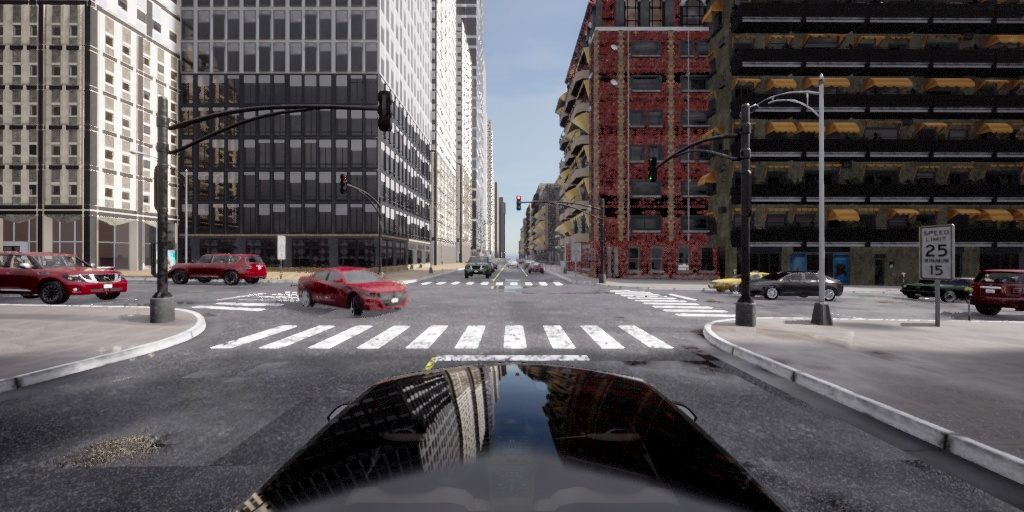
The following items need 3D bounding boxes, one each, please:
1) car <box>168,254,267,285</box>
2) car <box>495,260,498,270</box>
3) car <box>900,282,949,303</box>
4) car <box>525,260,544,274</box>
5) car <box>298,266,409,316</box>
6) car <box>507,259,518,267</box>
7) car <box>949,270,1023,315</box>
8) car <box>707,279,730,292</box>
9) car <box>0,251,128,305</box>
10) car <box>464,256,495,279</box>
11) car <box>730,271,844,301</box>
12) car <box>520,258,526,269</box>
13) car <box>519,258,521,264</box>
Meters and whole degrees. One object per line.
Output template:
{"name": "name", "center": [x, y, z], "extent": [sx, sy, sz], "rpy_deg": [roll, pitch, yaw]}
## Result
{"name": "car", "center": [-17.701, 0.776, 21.701], "extent": [5.009, 1.841, 2.192], "rpy_deg": [0, 0, 0]}
{"name": "car", "center": [-3.073, 1.286, 43.648], "extent": [1.812, 1.442, 4.674], "rpy_deg": [0, 0, 0]}
{"name": "car", "center": [24.213, 1.827, 19.456], "extent": [4.718, 1.301, 1.895], "rpy_deg": [1, 0, -1]}
{"name": "car", "center": [2.760, 1.341, 41.671], "extent": [1.802, 1.307, 4.207], "rpy_deg": [0, 0, 0]}
{"name": "car", "center": [-5.916, 1.162, 13.257], "extent": [5.008, 1.535, 1.882], "rpy_deg": [1, 0, 34]}
{"name": "car", "center": [0.136, 1.299, 64.877], "extent": [1.812, 1.442, 4.674], "rpy_deg": [0, 0, 0]}
{"name": "car", "center": [20.604, 1.461, 13.669], "extent": [5.009, 1.841, 2.192], "rpy_deg": [0, 0, 0]}
{"name": "car", "center": [14.640, 1.587, 21.968], "extent": [4.829, 1.417, 1.751], "rpy_deg": [0, 0, 0]}
{"name": "car", "center": [-17.570, 0.757, 13.321], "extent": [5.009, 1.841, 2.192], "rpy_deg": [0, 0, 0]}
{"name": "car", "center": [-3.085, 0.977, 33.574], "extent": [2.150, 2.045, 5.566], "rpy_deg": [0, 0, 0]}
{"name": "car", "center": [14.922, 1.562, 19.350], "extent": [4.892, 1.490, 1.837], "rpy_deg": [1, 0, 2]}
{"name": "car", "center": [2.715, 1.317, 54.588], "extent": [2.007, 1.370, 4.403], "rpy_deg": [0, 0, 0]}
{"name": "car", "center": [2.719, 1.321, 60.236], "extent": [2.007, 1.370, 4.403], "rpy_deg": [0, 0, 0]}
